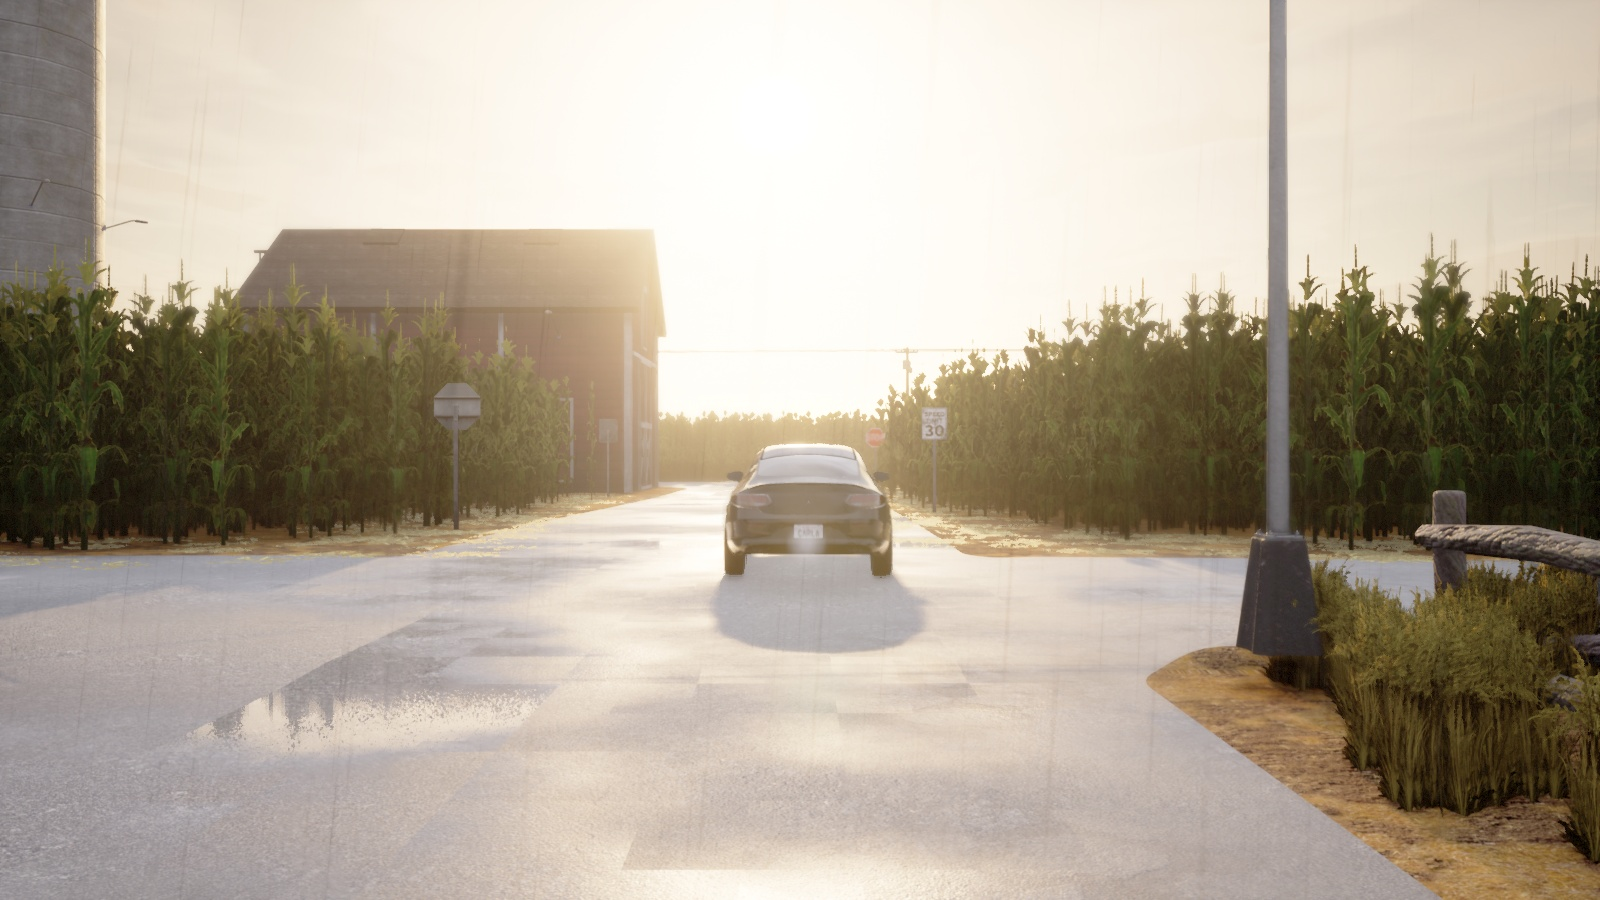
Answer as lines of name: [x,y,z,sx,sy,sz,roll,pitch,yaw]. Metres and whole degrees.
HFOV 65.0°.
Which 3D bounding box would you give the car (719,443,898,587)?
car: [0.096,0.657,15.062,1.812,1.442,4.674,0,0,0]
